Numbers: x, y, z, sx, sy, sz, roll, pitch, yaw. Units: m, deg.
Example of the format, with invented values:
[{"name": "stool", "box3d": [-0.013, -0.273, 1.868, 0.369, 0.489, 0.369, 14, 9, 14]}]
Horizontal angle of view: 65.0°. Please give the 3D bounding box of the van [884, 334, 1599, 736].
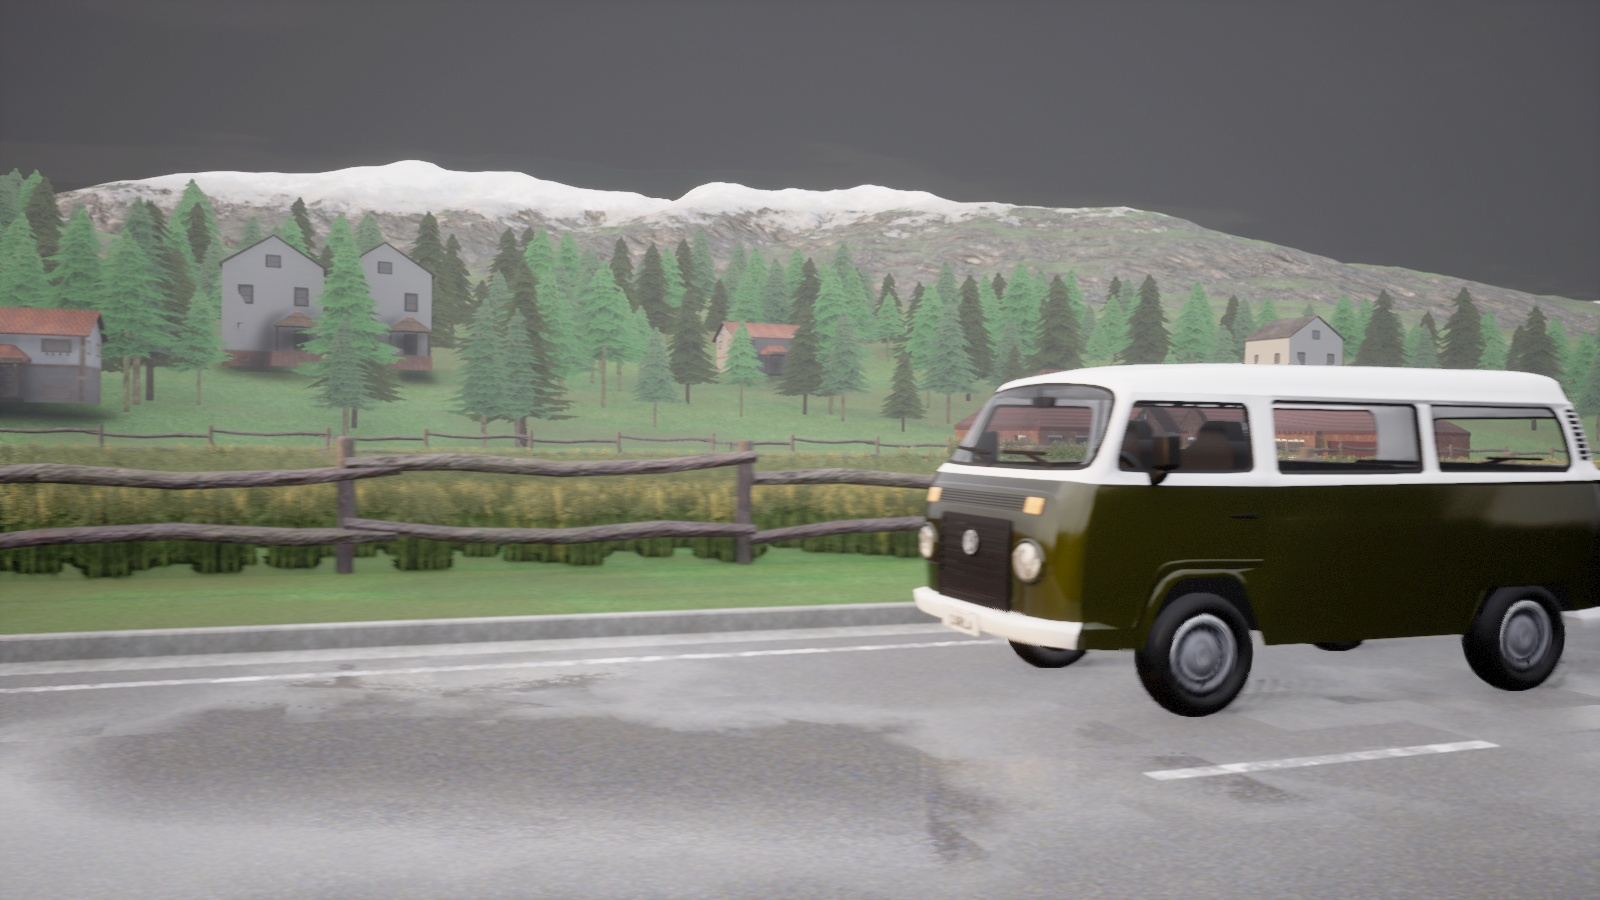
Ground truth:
[{"name": "van", "box3d": [3.023, 0.392, 8.127, 4.480, 2.038, 2.069, -1, 1, -21]}]
